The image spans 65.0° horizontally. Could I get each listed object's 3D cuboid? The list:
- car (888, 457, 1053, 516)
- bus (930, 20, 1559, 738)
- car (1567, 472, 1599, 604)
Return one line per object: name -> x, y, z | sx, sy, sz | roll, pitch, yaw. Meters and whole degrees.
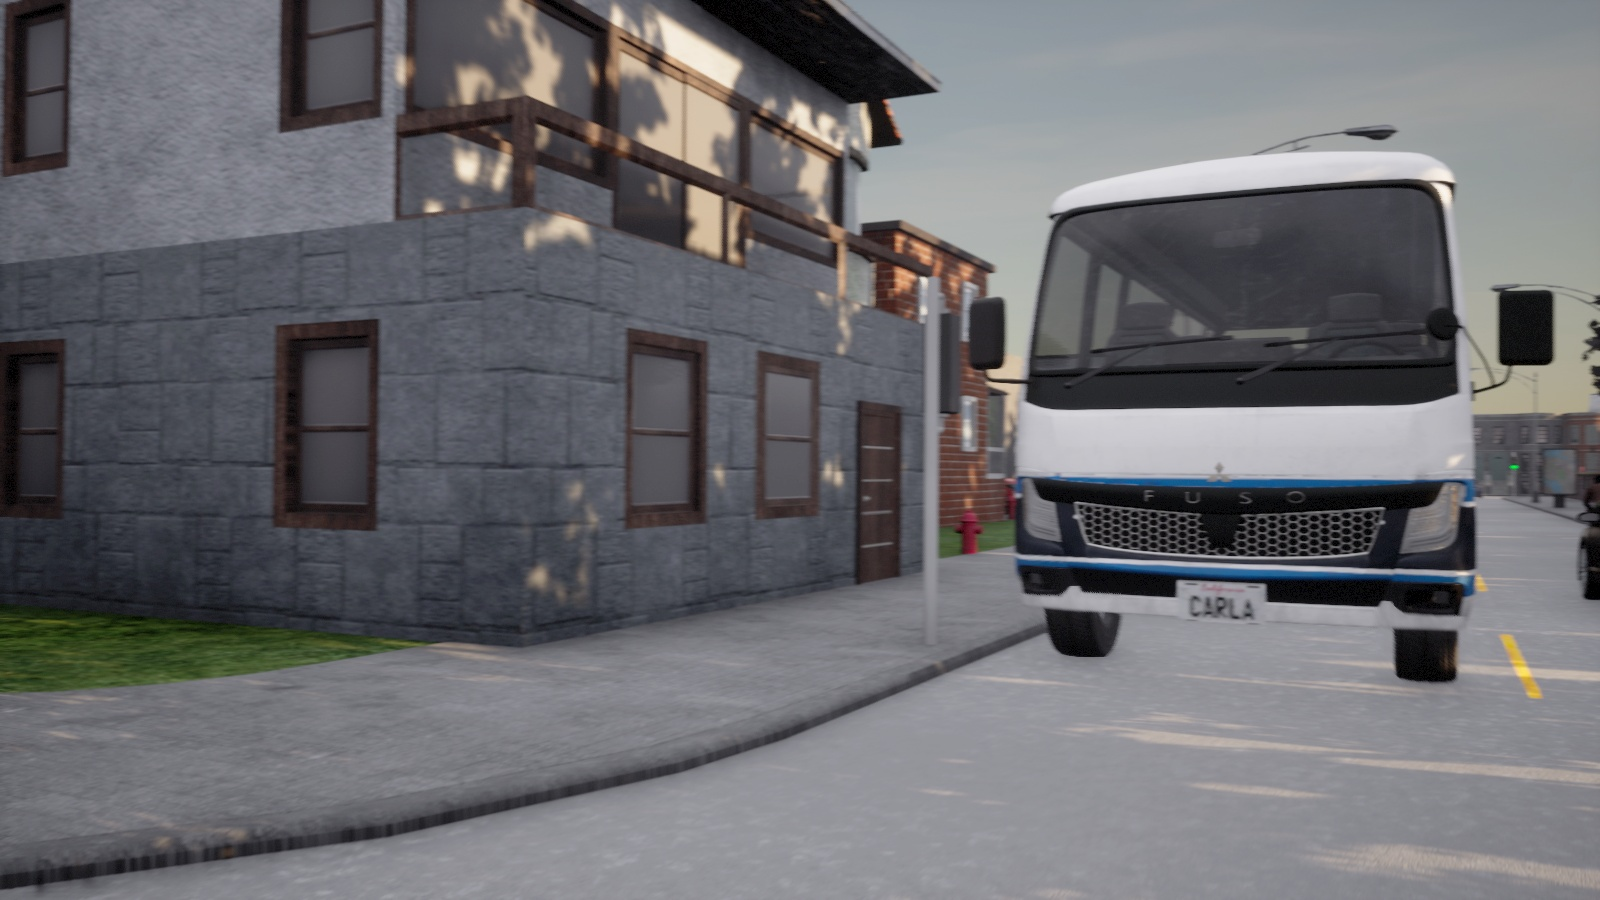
car -> 6.203, 1.311, 45.900 | 5.566, 2.045, 2.150 | 0, -1, 27
bus -> 5.043, -0.343, 12.907 | 3.944, 4.253, 10.273 | 0, -1, 27
car -> 10.356, 1.015, 14.393 | 2.128, 1.511, 4.902 | 0, -1, 25
